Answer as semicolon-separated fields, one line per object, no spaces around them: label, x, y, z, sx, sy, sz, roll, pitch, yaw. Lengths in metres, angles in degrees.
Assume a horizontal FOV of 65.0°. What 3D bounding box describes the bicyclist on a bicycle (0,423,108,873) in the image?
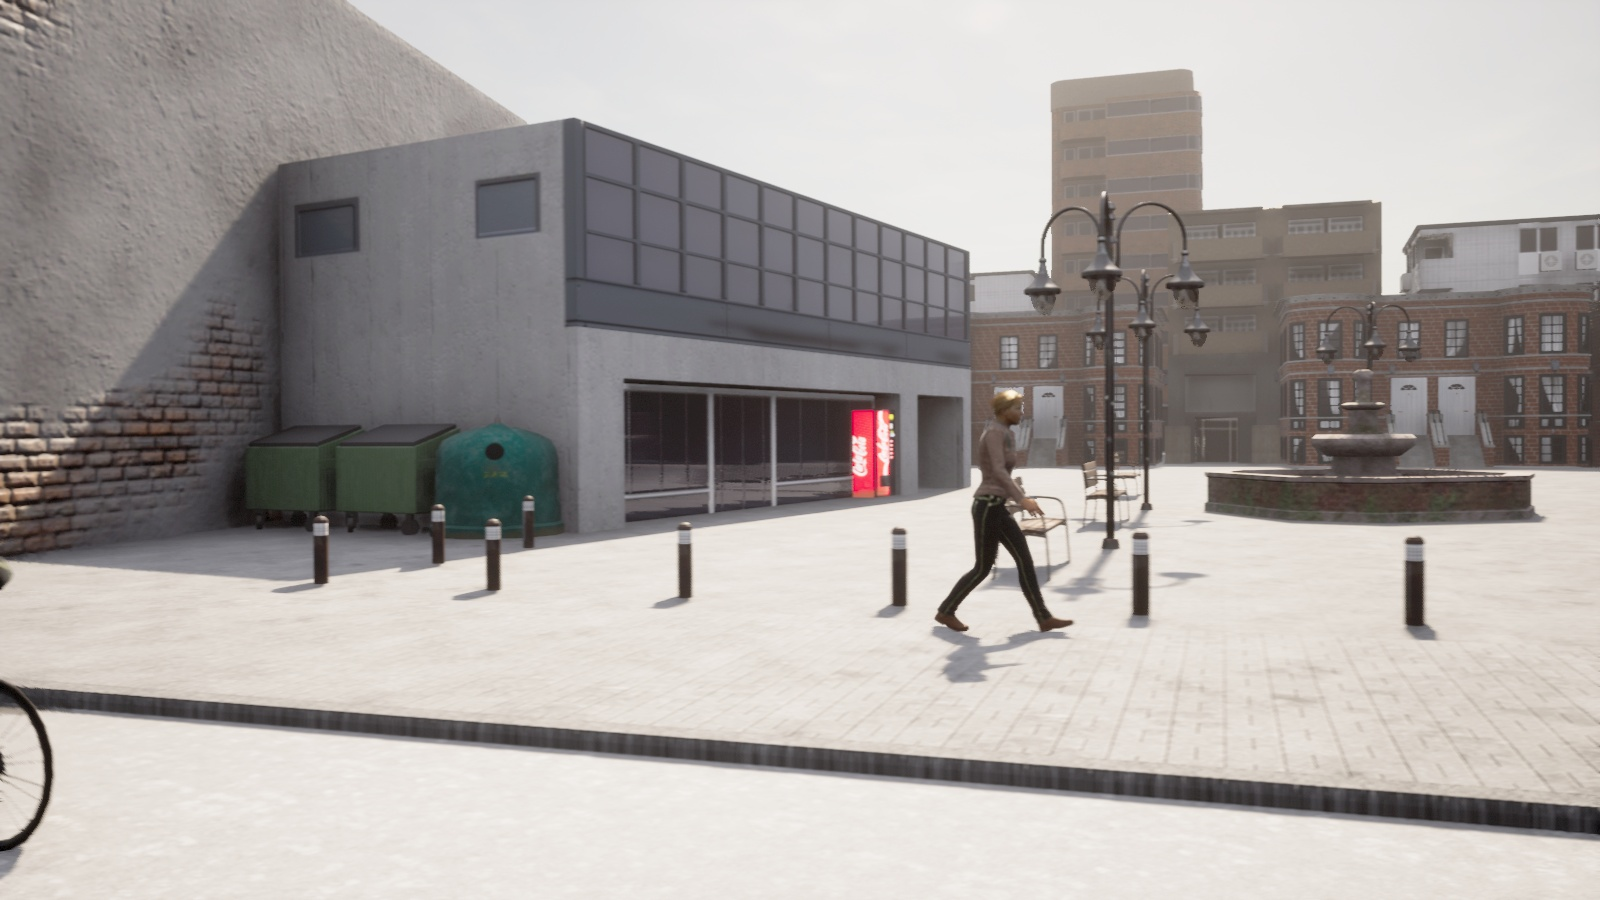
bicyclist on a bicycle;-3.615;0.712;4.936;1.656;1.620;0.582;0;1;19

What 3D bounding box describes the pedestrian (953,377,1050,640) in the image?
pedestrian;1.455;0.406;9.068;0.634;1.846;0.331;0;1;22
